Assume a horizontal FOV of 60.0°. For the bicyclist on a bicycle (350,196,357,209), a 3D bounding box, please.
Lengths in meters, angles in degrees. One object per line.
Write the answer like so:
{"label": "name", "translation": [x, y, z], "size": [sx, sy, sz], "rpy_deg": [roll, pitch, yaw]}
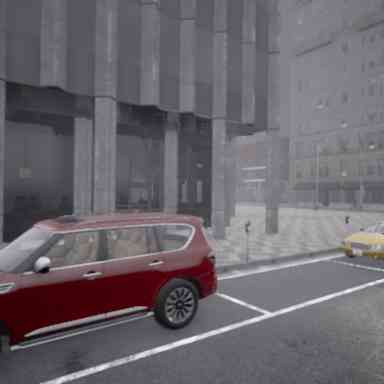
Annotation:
{"label": "bicyclist on a bicycle", "translation": [20.731, 1.360, 42.624], "size": [1.656, 1.620, 0.582], "rpy_deg": [1, 0, -35]}

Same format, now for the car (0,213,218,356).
{"label": "car", "translation": [-1.833, 1.323, 5.446], "size": [5.009, 1.841, 2.192], "rpy_deg": [0, 0, -35]}

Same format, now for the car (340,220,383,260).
{"label": "car", "translation": [7.185, 1.589, 11.880], "size": [4.829, 1.417, 1.752], "rpy_deg": [0, 0, -35]}
